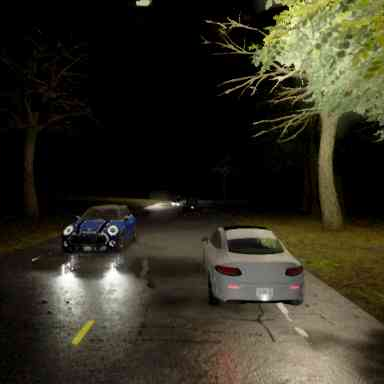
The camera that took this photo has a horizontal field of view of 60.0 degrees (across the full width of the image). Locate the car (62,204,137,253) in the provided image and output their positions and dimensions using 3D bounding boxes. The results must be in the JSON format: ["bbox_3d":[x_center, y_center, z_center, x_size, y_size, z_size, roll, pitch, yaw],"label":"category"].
[{"bbox_3d":[-3.597,1.354,13.693,2.097,1.767,4.553,0,0,0],"label":"car"}]

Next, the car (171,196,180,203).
[{"bbox_3d":[-3.479,1.530,72.069,2.128,1.511,4.902,0,0,0],"label":"car"}]

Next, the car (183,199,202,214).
[{"bbox_3d":[0.080,1.572,36.231,1.994,1.385,4.181,0,0,1],"label":"car"}]

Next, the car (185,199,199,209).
[{"bbox_3d":[0.049,1.613,46.266,1.895,1.301,4.718,0,0,1],"label":"car"}]

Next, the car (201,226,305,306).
[{"bbox_3d":[1.227,1.527,7.920,1.812,1.442,4.674,0,0,0],"label":"car"}]
